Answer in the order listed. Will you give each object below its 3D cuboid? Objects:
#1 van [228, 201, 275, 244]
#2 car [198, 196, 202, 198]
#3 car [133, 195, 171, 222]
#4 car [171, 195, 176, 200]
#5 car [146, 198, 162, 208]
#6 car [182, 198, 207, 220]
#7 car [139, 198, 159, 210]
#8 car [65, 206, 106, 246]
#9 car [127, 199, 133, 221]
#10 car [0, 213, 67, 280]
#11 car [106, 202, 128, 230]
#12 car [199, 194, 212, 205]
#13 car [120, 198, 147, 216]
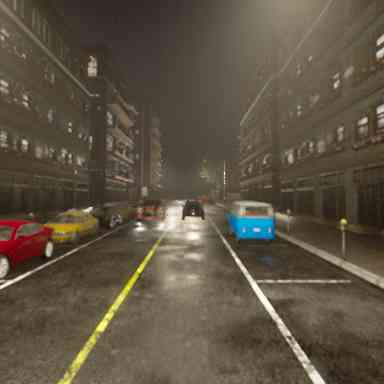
[{"bbox_3d":[2.703,1.340,15.693,1.690,1.788,3.998,1,0,0],"label":"van"},{"bbox_3d":[0.090,1.603,45.934,1.895,1.301,4.718,0,0,0],"label":"car"},{"bbox_3d":[-3.103,1.351,26.612,2.097,1.767,4.553,0,0,0],"label":"car"},{"bbox_3d":[-5.697,1.607,93.668,1.802,1.307,4.206,1,0,0],"label":"car"},{"bbox_3d":[-5.655,1.585,49.740,1.802,1.307,4.206,1,0,0],"label":"car"},{"bbox_3d":[0.093,1.525,28.466,1.812,1.442,4.674,0,0,0],"label":"car"},{"bbox_3d":[-5.653,1.552,44.054,2.008,1.369,4.403,1,0,0],"label":"car"},{"bbox_3d":[-5.647,1.524,15.461,1.752,1.417,4.829,1,0,0],"label":"car"},{"bbox_3d":[-5.649,1.524,26.830,1.752,1.417,4.829,1,0,0],"label":"car"},{"bbox_3d":[-5.645,1.543,9.946,1.887,1.381,4.507,1,0,0],"label":"car"},{"bbox_3d":[-5.648,1.564,21.315,1.947,1.339,4.313,1,0,0],"label":"car"},{"bbox_3d":[2.694,1.322,61.171,2.192,1.841,5.009,1,0,0],"label":"car"},{"bbox_3d":[-5.648,1.440,32.686,1.967,1.590,4.097,1,0,0],"label":"car"}]
